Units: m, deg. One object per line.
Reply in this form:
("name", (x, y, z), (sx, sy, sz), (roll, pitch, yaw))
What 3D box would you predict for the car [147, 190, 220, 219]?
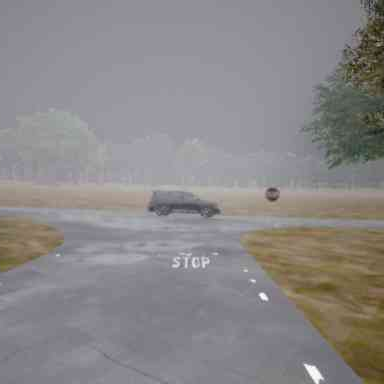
("car", (-0.636, 0.935, 25.343), (5.566, 2.045, 2.150), (2, -1, -3))
